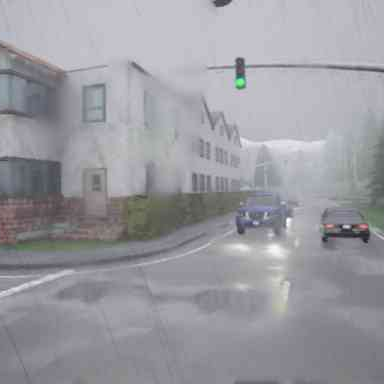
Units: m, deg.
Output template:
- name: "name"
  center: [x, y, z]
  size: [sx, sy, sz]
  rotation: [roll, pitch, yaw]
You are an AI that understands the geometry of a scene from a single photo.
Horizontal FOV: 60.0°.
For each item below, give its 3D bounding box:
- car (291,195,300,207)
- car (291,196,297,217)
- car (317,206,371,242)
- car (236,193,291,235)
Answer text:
- name: "car"
  center: [12.647, 1.144, 42.392]
  size: [1.837, 1.490, 4.892]
  rotation: [-1, 0, 20]
- name: "car"
  center: [7.326, 1.323, 27.644]
  size: [1.994, 1.385, 4.181]
  rotation: [-1, 0, 21]
- name: "car"
  center: [6.791, 1.358, 15.171]
  size: [2.033, 1.411, 5.357]
  rotation: [-1, 0, 20]
- name: "car"
  center: [3.940, 1.081, 18.218]
  size: [2.150, 2.045, 5.566]
  rotation: [-1, 0, 20]
